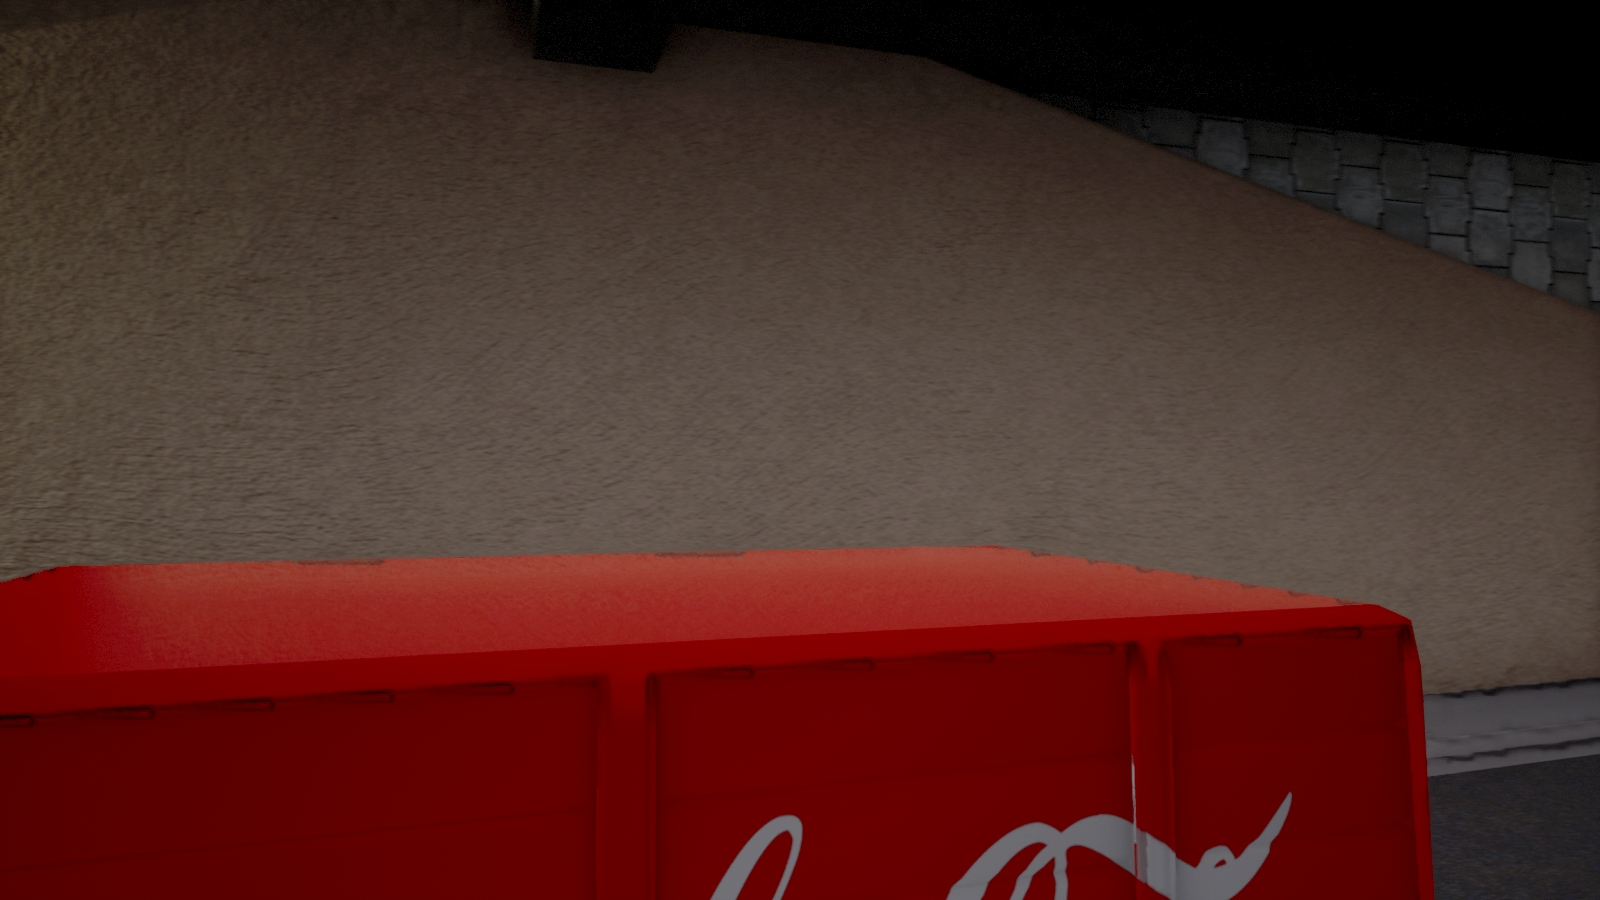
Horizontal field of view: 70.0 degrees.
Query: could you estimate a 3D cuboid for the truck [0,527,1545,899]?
[{"bbox_3d":[-1.277,1.568,2.825,5.204,2.467,2.627,0,0,-20],"label":"truck"}]
